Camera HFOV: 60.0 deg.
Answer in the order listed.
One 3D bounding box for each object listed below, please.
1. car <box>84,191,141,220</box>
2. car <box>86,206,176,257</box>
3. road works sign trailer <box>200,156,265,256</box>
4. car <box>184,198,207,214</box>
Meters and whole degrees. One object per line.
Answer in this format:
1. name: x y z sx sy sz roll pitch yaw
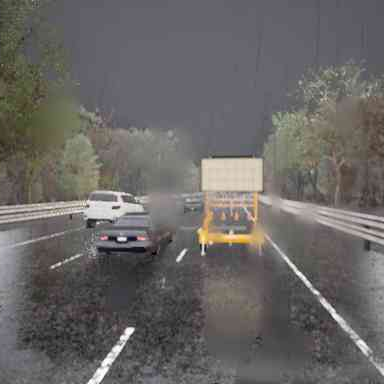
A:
1. car: -4.570 1.073 20.337 2.150 2.045 5.566 2 -2 7
2. car: -1.886 1.484 12.746 2.033 1.411 5.357 0 0 6
3. road works sign trailer: 1.546 0.403 12.917 2.380 3.560 2.880 0 0 7
4. car: 0.339 1.326 32.762 2.128 1.511 4.902 0 0 7
